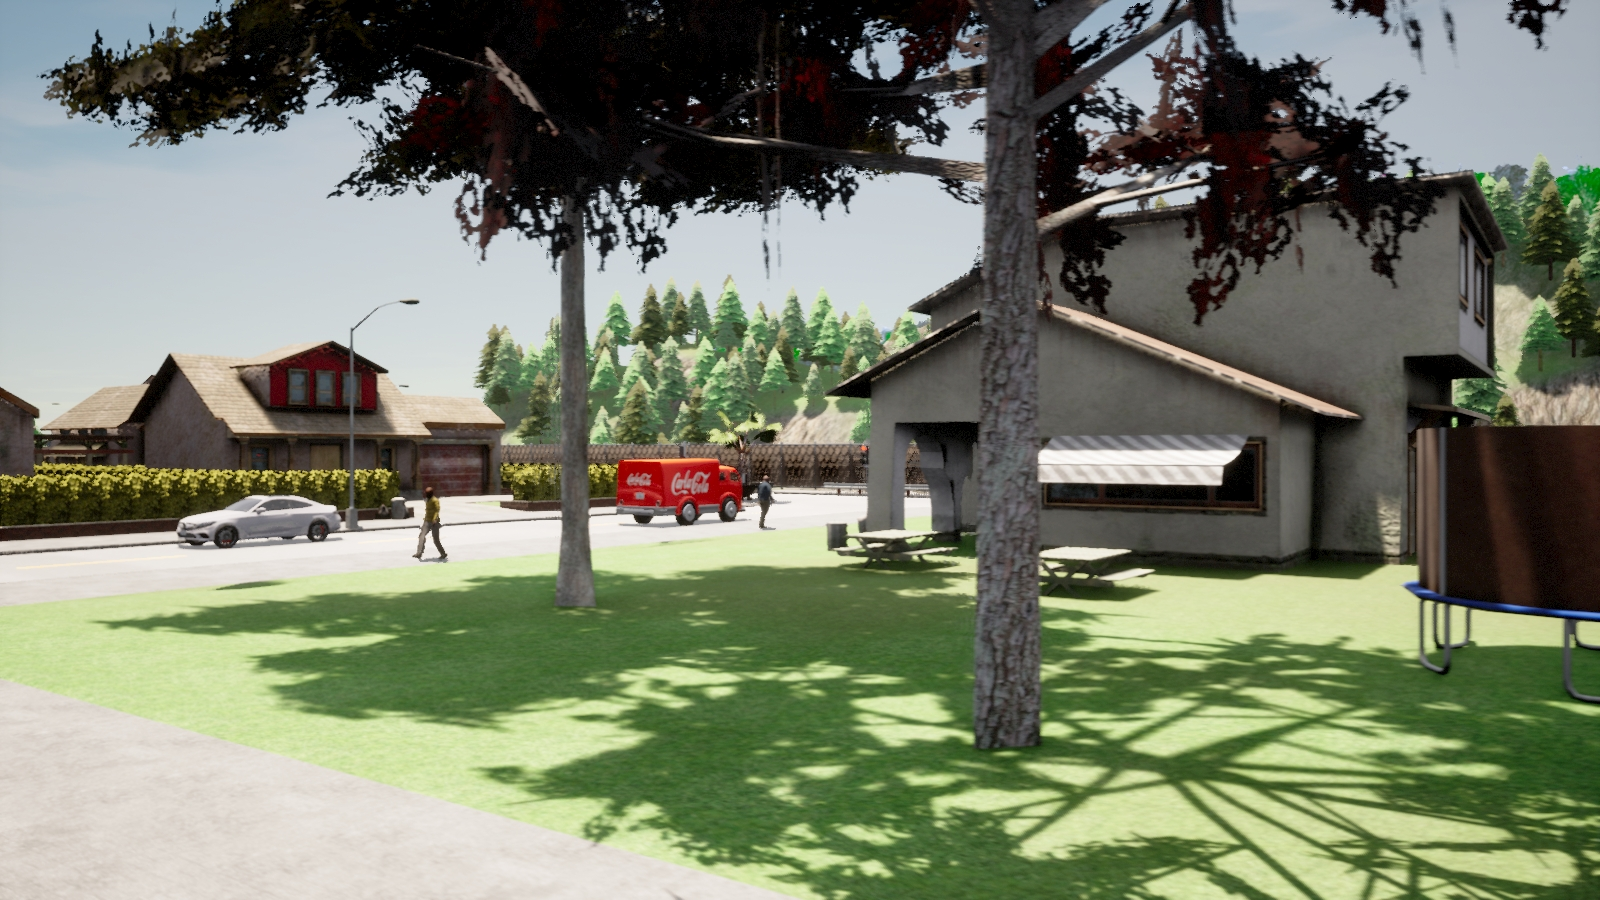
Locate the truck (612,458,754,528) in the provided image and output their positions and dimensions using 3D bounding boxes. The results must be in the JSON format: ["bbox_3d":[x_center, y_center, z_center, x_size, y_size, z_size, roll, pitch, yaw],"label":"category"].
[{"bbox_3d":[-4.380,1.568,43.683,2.627,2.467,5.204,0,0,35],"label":"truck"}]

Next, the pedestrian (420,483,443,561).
[{"bbox_3d":[-8.940,1.743,27.707,0.375,1.860,0.375,0,0,35],"label":"pedestrian"}]

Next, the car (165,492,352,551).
[{"bbox_3d":[-16.092,2.081,34.197,2.002,1.442,4.674,0,0,35],"label":"car"}]

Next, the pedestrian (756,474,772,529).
[{"bbox_3d":[-1.230,1.744,38.731,0.375,1.860,0.375,0,0,40],"label":"pedestrian"}]
